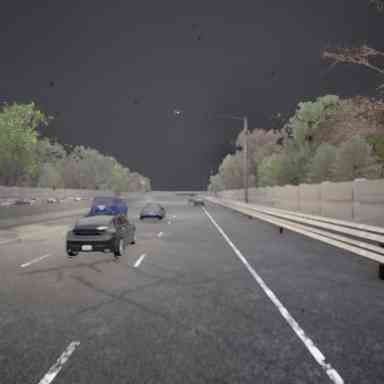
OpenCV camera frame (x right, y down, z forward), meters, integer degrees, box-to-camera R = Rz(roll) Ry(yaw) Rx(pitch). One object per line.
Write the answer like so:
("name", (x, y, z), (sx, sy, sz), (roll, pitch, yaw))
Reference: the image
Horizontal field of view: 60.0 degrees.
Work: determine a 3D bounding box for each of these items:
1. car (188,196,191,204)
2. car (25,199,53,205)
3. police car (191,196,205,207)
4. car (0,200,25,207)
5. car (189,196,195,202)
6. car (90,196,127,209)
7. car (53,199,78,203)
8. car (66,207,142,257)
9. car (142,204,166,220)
("car", (-0.004, 1.911, 75.561), (1.837, 1.490, 4.892), (0, 0, 0))
("car", (-21.066, 1.729, 47.114), (2.128, 1.511, 4.902), (0, 0, 0))
("police car", (1.222, 1.725, 56.905), (1.930, 1.638, 5.238), (0, 0, 0))
("car", (-24.567, 1.777, 45.922), (2.033, 1.411, 5.357), (0, 0, 0))
("car", (-0.005, 1.892, 91.688), (1.837, 1.490, 4.892), (0, 0, 0))
("car", (-6.903, 1.360, 28.072), (2.150, 2.045, 5.566), (0, 0, 0))
("car", (-17.566, 1.717, 47.671), (1.882, 1.535, 5.008), (0, -1, 0))
("car", (-3.400, 1.568, 13.176), (1.837, 1.490, 4.892), (0, 0, 0))
("car", (-3.401, 1.710, 29.481), (1.994, 1.385, 4.181), (0, 0, 0))
